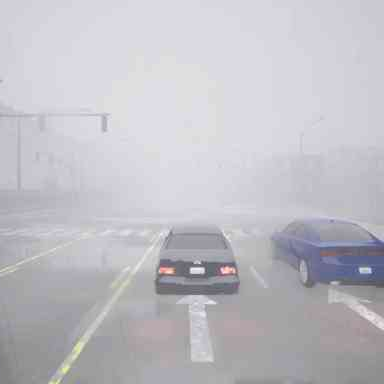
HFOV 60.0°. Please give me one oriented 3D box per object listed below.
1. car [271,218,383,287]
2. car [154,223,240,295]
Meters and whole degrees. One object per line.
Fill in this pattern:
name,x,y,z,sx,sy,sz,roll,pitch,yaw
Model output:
car,3.600,1.478,9.376,1.882,1.535,5.008,0,0,0
car,0.098,1.547,8.852,2.033,1.411,5.357,0,0,0
